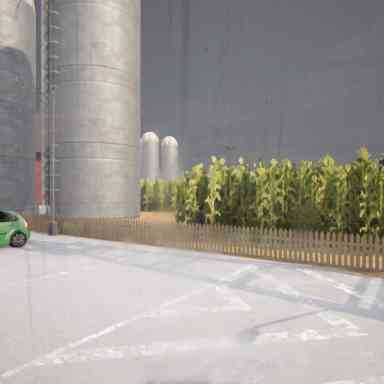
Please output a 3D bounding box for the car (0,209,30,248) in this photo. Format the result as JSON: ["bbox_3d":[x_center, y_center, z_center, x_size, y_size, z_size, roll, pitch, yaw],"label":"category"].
[{"bbox_3d":[-8.503,1.483,12.789,1.851,1.617,3.988,0,0,34],"label":"car"}]

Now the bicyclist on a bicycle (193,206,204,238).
[{"bbox_3d":[0.513,1.515,15.916,0.582,1.620,1.656,-1,4,-41],"label":"bicyclist on a bicycle"}]
